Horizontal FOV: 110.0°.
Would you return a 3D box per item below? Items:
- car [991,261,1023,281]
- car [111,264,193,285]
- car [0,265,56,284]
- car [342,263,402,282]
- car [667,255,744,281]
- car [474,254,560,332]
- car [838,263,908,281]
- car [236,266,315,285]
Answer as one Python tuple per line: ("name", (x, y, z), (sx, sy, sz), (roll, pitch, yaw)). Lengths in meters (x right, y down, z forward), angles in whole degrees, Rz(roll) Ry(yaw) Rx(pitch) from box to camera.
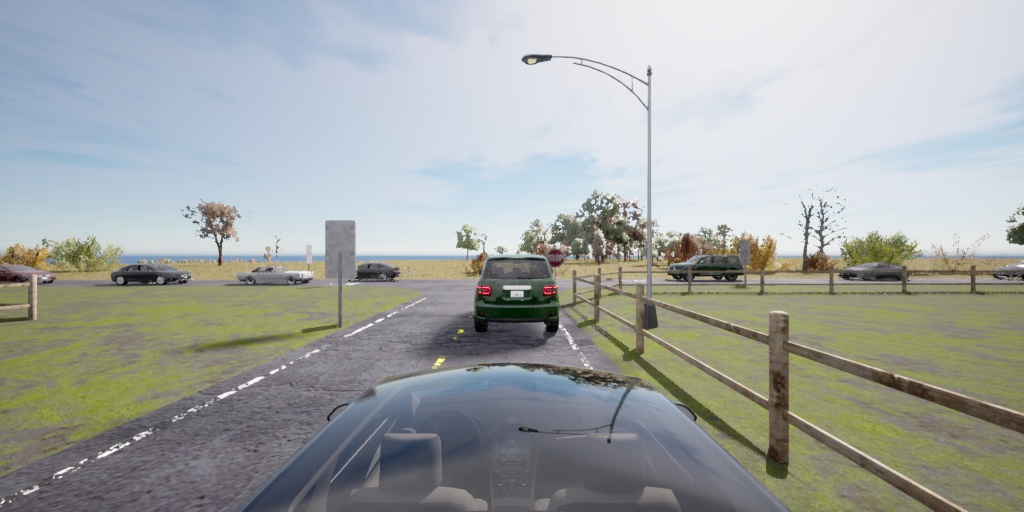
("car", (41.175, 1.161, 28.382), (4.902, 1.511, 2.128), (0, 0, 1))
("car", (-26.213, 1.324, 26.160), (4.892, 1.490, 1.837), (0, 0, 1))
("car", (-36.546, 1.376, 26.278), (4.674, 1.442, 1.812), (0, 0, 1))
("car", (-11.468, 1.280, 28.958), (4.892, 1.490, 1.837), (0, 0, 1))
("car", (15.438, 0.928, 28.682), (5.566, 2.045, 2.150), (0, 0, 0))
("car", (0.123, 0.971, 10.942), (2.150, 2.045, 5.566), (0, 0, 0))
("car", (28.657, 1.245, 28.542), (4.181, 1.385, 1.994), (0, 0, 0))
("car", (-17.040, 1.394, 26.064), (4.718, 1.301, 1.895), (0, 0, 1))
